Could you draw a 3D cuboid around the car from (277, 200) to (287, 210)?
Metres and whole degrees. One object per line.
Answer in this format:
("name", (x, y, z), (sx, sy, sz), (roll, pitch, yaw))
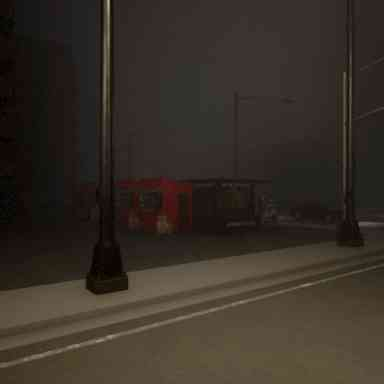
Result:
("car", (13.221, 1.904, 47.886), (1.994, 1.385, 4.181), (0, -1, -36))

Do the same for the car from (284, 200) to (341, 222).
("car", (10.467, 1.639, 27.558), (1.837, 1.490, 4.892), (0, -1, -36))
